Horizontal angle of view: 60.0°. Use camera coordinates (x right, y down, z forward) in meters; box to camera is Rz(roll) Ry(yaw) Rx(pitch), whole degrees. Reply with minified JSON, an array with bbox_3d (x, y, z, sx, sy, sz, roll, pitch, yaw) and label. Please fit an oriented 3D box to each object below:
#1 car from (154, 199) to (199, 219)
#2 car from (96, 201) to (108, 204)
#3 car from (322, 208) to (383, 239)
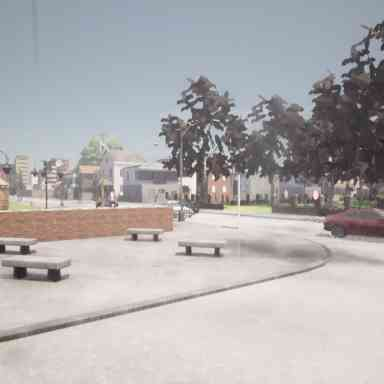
[{"bbox_3d":[-1.709,1.520,29.306,1.812,1.442,4.674,0,0,-36],"label":"car"},{"bbox_3d":[-10.831,1.421,42.264,1.994,1.385,4.181,0,0,-35],"label":"car"},{"bbox_3d":[8.529,1.519,15.563,1.812,1.442,4.674,0,0,-43],"label":"car"}]
